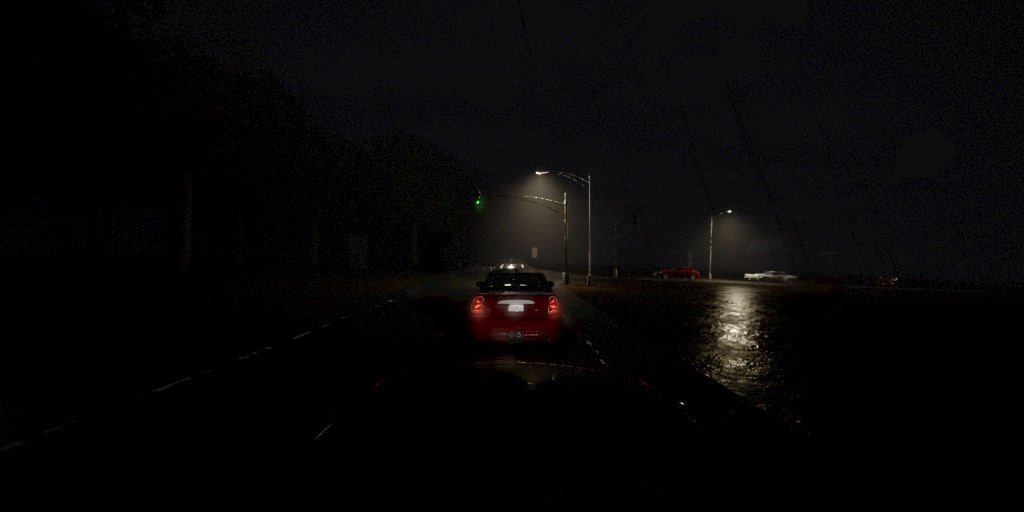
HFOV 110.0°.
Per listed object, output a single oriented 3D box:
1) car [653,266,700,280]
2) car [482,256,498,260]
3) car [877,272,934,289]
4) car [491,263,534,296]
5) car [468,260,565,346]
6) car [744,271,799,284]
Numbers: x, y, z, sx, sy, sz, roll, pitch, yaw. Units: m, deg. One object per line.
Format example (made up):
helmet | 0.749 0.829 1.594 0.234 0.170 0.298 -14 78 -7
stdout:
car | 17.580 1.800 38.344 4.674 1.442 1.812 2 0 -1
car | -3.659 0.953 55.872 1.994 1.385 4.181 0 0 0
car | 42.058 2.525 38.402 4.553 1.767 2.097 2 0 0
car | 0.026 1.184 20.026 2.128 1.511 4.902 0 0 0
car | 0.089 1.089 9.558 2.097 1.767 4.553 0 0 0
car | 27.666 2.241 38.383 4.718 1.301 1.895 2 0 0
